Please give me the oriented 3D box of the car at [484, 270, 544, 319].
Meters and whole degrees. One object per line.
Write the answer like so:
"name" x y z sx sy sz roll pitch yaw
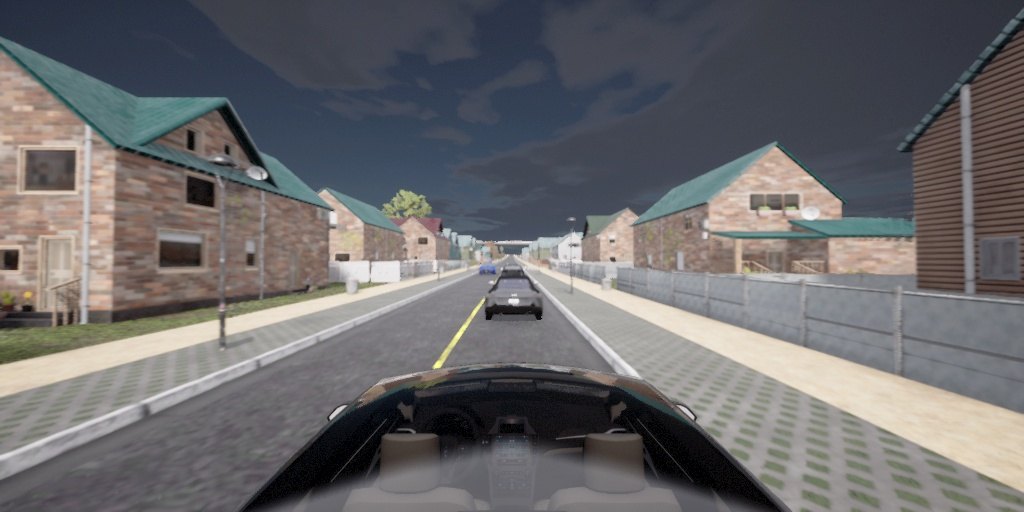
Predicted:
"car" 0.069 1.391 13.248 1.994 1.385 4.181 0 0 0

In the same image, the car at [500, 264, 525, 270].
"car" 0.069 1.404 29.236 1.882 1.535 5.008 0 0 0

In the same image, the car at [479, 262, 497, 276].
"car" -2.858 1.482 42.609 1.882 1.535 5.008 0 0 0
